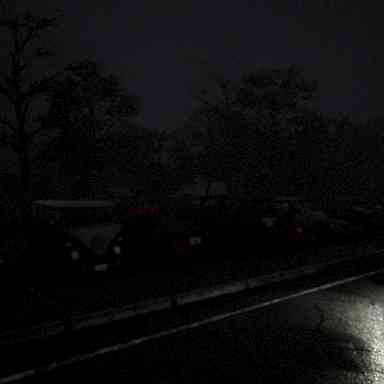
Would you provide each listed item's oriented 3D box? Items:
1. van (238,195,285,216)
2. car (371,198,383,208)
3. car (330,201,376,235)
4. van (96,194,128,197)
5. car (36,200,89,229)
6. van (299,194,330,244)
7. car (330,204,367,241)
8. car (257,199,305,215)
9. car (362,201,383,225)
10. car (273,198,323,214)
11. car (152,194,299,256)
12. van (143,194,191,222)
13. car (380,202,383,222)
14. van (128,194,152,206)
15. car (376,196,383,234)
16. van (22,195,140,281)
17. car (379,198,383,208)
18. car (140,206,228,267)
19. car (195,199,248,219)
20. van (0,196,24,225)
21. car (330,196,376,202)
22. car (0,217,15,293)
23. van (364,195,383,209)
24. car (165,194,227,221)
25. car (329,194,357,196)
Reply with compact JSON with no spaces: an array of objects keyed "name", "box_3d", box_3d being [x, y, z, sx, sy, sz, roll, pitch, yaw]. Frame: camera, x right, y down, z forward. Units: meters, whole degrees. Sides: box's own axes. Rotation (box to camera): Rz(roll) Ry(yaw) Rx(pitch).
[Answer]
[{"name":"van","box_3d":[6.893,1.262,33.368,1.878,1.987,4.442,0,0,-35]},{"name":"car","box_3d":[29.596,1.688,49.452,2.163,1.488,4.792,1,0,-35]},{"name":"car","box_3d":[7.786,1.440,17.789,2.097,1.535,5.008,0,0,-36]},{"name":"van","box_3d":[-6.510,1.165,23.523,1.878,1.987,4.442,0,0,-35]},{"name":"car","box_3d":[-8.713,1.402,22.102,2.097,1.535,5.008,-1,0,-35]},{"name":"van","box_3d":[3.331,1.182,14.476,1.878,1.987,4.442,0,0,-35]},{"name":"car","box_3d":[5.521,1.464,16.184,2.002,1.452,4.674,0,0,-35]},{"name":"car","box_3d":[9.214,1.544,34.883,2.002,1.452,4.674,0,0,-35]},{"name":"car","box_3d":[14.671,1.486,22.479,1.946,1.575,5.366,0,0,-35]},{"name":"car","box_3d":[11.576,1.520,36.558,2.097,1.535,5.008,0,0,-35]},{"name":"car","box_3d":[0.987,1.141,12.982,2.435,2.045,5.566,0,0,-35]},{"name":"van","box_3d":[-2.128,1.197,26.935,1.878,1.987,4.442,0,0,-35]},{"name":"car","box_3d":[16.827,1.506,24.237,2.231,1.521,4.892,0,0,-35]},{"name":"van","box_3d":[-4.281,1.182,25.399,1.878,1.987,4.442,0,0,-35]},{"name":"car","box_3d":[7.566,1.183,9.095,5.566,2.045,2.150,0,0,-36]},{"name":"van","box_3d":[-3.436,1.208,9.650,1.878,1.987,4.442,-1,0,-35]},{"name":"car","box_3d":[31.745,1.715,50.984,2.163,1.488,4.792,1,-1,-35]},{"name":"car","box_3d":[-1.254,1.435,11.385,2.163,1.488,4.792,0,0,-35]},{"name":"car","box_3d":[2.554,1.456,30.124,2.097,1.535,5.008,0,0,-35]},{"name":"van","box_3d":[-10.899,1.205,20.392,1.878,1.987,4.442,-1,0,-35]},{"name":"car","box_3d":[10.062,1.331,19.381,2.185,1.767,4.553,0,0,-35]},{"name":"car","box_3d":[-5.763,1.502,8.136,2.002,1.452,4.674,-1,0,-35]},{"name":"van","box_3d":[27.437,1.410,47.743,1.878,1.987,4.442,1,0,-36]},{"name":"car","box_3d":[0.212,1.188,28.425,2.435,2.045,5.566,0,0,-35]},{"name":"car","box_3d":[16.102,1.302,39.758,2.435,2.045,5.566,0,0,-36]}]
